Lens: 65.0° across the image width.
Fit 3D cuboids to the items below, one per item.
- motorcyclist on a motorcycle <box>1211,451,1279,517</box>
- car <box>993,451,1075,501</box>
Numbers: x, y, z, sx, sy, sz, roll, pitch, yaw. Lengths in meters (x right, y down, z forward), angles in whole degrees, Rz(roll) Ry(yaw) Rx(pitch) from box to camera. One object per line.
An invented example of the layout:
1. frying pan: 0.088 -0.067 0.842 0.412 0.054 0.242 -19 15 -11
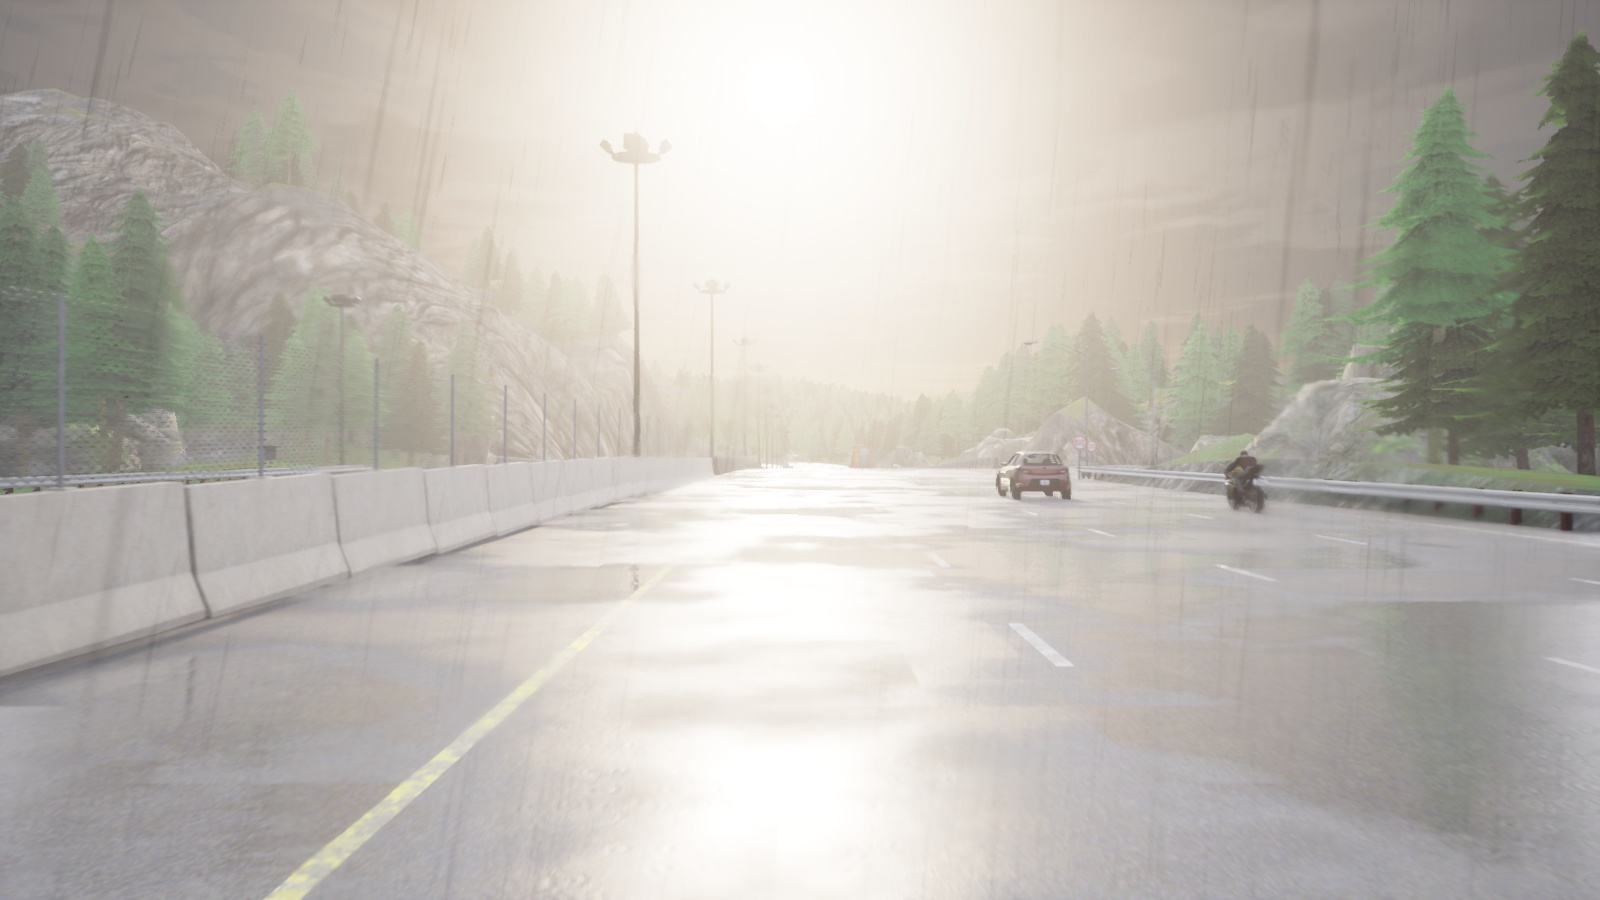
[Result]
1. motorcyclist on a motorcycle: 10.687 0.792 30.218 0.866 1.530 2.191 0 0 0
2. car: 7.238 0.774 39.197 1.816 1.474 4.193 0 0 0
